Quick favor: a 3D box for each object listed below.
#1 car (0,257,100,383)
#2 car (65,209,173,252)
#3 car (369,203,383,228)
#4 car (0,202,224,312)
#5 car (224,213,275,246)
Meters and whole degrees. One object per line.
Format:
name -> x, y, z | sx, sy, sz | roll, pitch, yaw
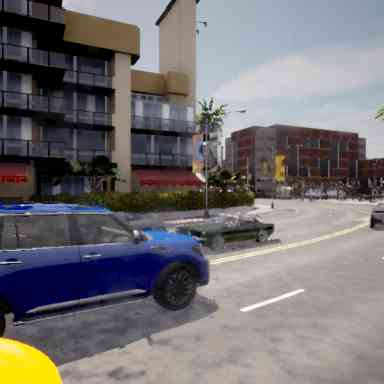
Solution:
car -> -3.118, 1.475, 1.277 | 5.008, 1.535, 1.882 | 0, 0, -34
car -> -3.122, 1.552, 14.682 | 4.181, 1.385, 1.994 | 0, 0, -42
car -> 12.789, 1.485, 21.500 | 2.128, 1.511, 4.902 | 0, 0, 36
car -> -2.276, 1.214, 6.026 | 5.566, 2.045, 2.150 | 0, 0, -37
car -> 1.471, 1.592, 14.077 | 4.718, 1.301, 1.895 | 0, 0, -44
